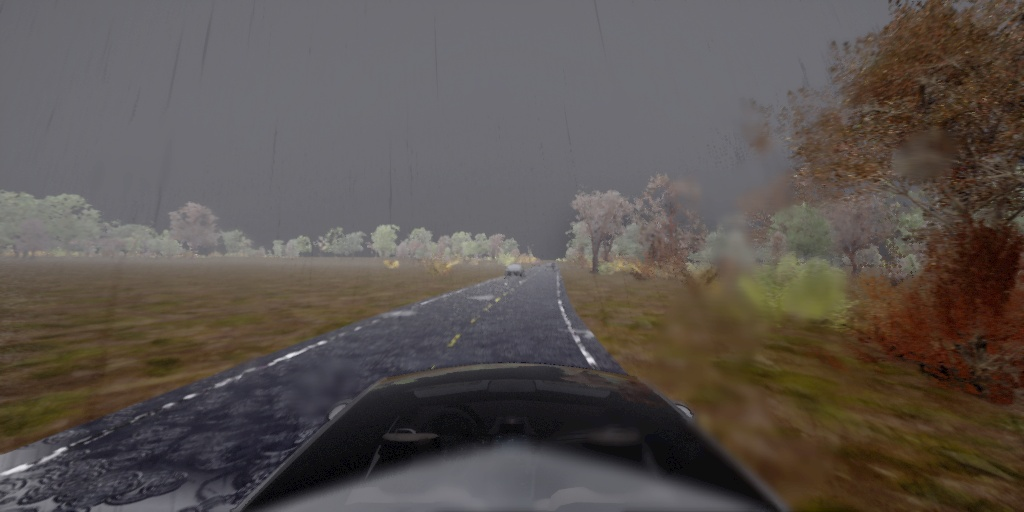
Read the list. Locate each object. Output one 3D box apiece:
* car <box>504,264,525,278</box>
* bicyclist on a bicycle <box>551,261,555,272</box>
[{"bbox_3d":[0.374,1.585,39.408,1.882,1.535,5.008,0,-1,7],"label":"car"},{"bbox_3d":[6.320,1.777,55.649,0.582,1.620,1.656,0,-1,7],"label":"bicyclist on a bicycle"}]
